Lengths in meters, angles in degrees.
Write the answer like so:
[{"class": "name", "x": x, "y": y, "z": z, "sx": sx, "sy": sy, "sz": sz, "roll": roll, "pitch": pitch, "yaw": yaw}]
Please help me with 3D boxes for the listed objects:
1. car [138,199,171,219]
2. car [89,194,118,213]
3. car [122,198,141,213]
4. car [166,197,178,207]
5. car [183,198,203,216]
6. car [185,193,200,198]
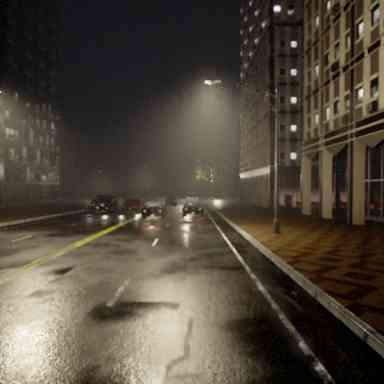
[{"class": "car", "x": -3.160, "y": 1.566, "z": 28.963, "sx": 1.895, "sy": 1.301, "sz": 4.718, "roll": 0, "pitch": 0, "yaw": 0}, {"class": "car", "x": -9.763, "y": 1.265, "z": 37.135, "sx": 2.150, "sy": 2.045, "sz": 5.566, "roll": 0, "pitch": 0, "yaw": 0}, {"class": "car", "x": -6.513, "y": 1.469, "z": 37.168, "sx": 1.882, "sy": 1.535, "sz": 5.008, "roll": 0, "pitch": 0, "yaw": 0}, {"class": "car", "x": -3.179, "y": 1.478, "z": 50.655, "sx": 2.033, "sy": 1.411, "sz": 5.357, "roll": 0, "pitch": 0, "yaw": 1}, {"class": "car", "x": 0.089, "y": 1.562, "z": 31.536, "sx": 1.895, "sy": 1.301, "sz": 4.718, "roll": 0, "pitch": 0, "yaw": 0}, {"class": "car", "x": 0.082, "y": 1.147, "z": 50.569, "sx": 2.150, "sy": 2.045, "sz": 5.566, "roll": 0, "pitch": -1, "yaw": 0}]
